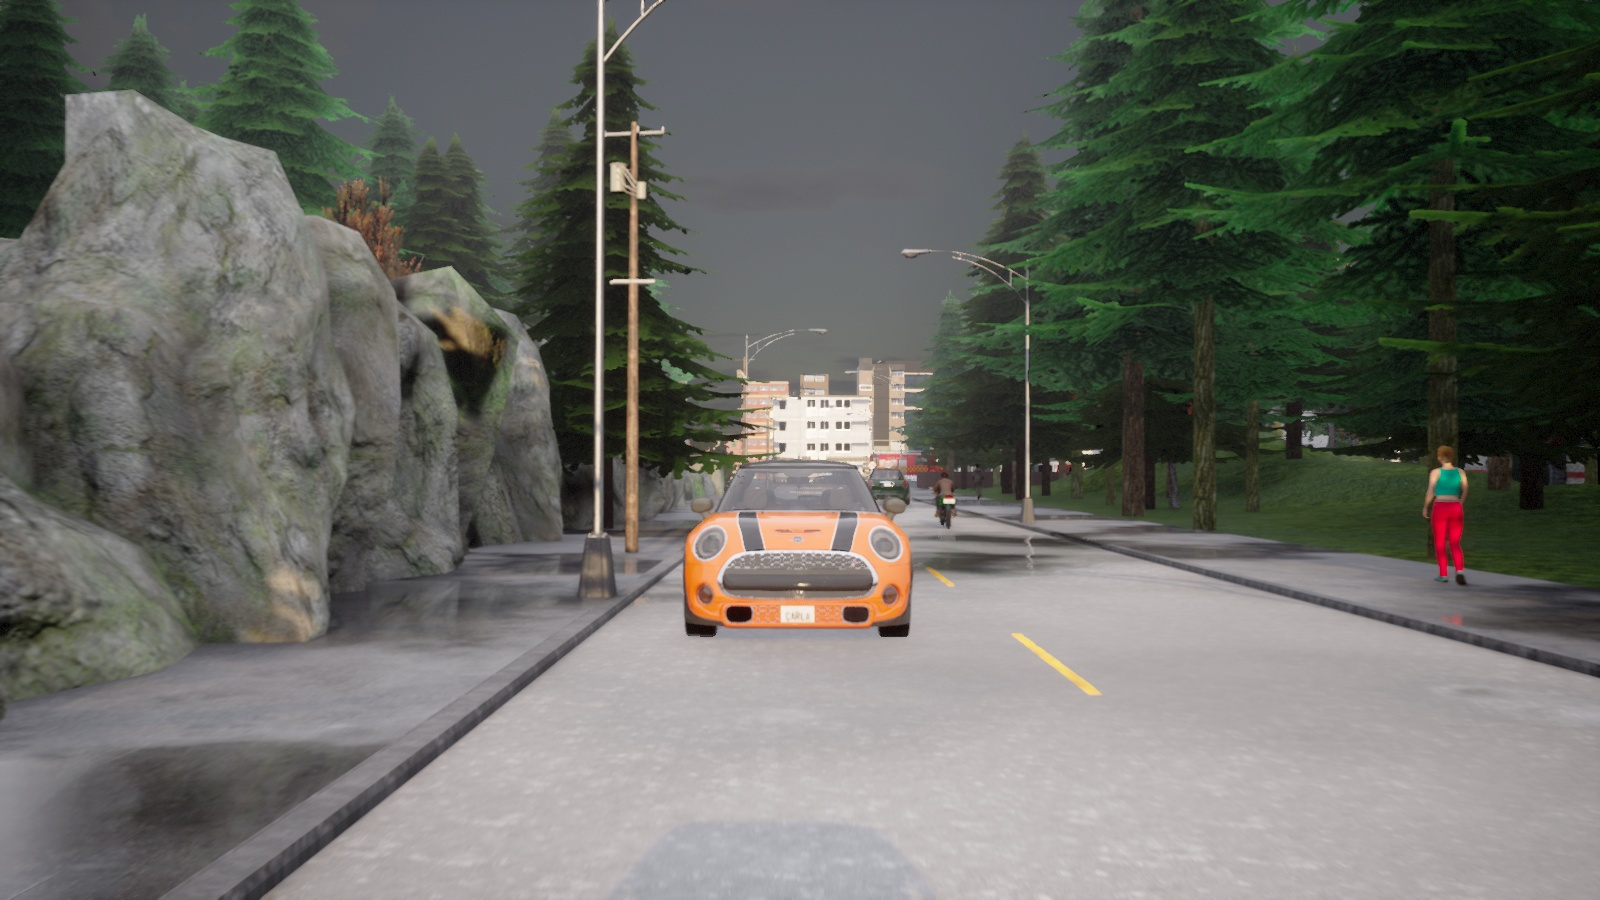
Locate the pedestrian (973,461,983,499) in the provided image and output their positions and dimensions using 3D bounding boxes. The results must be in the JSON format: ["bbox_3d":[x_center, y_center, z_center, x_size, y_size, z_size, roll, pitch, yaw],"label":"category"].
[{"bbox_3d":[9.136,1.513,64.352,0.396,1.930,0.692,0,-1,0],"label":"pedestrian"}]

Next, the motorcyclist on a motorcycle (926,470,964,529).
[{"bbox_3d":[3.976,1.334,34.557,0.797,1.523,2.044,0,1,0],"label":"motorcyclist on a motorcycle"}]

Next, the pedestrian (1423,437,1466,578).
[{"bbox_3d":[8.599,0.756,16.760,0.345,1.836,0.594,0,-1,12],"label":"pedestrian"}]

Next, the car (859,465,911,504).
[{"bbox_3d":[3.962,1.600,59.177,2.097,1.767,4.553,0,-1,0],"label":"car"}]

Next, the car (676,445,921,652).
[{"bbox_3d":[-0.013,0.880,13.060,2.097,1.767,4.553,0,-1,0],"label":"car"}]
